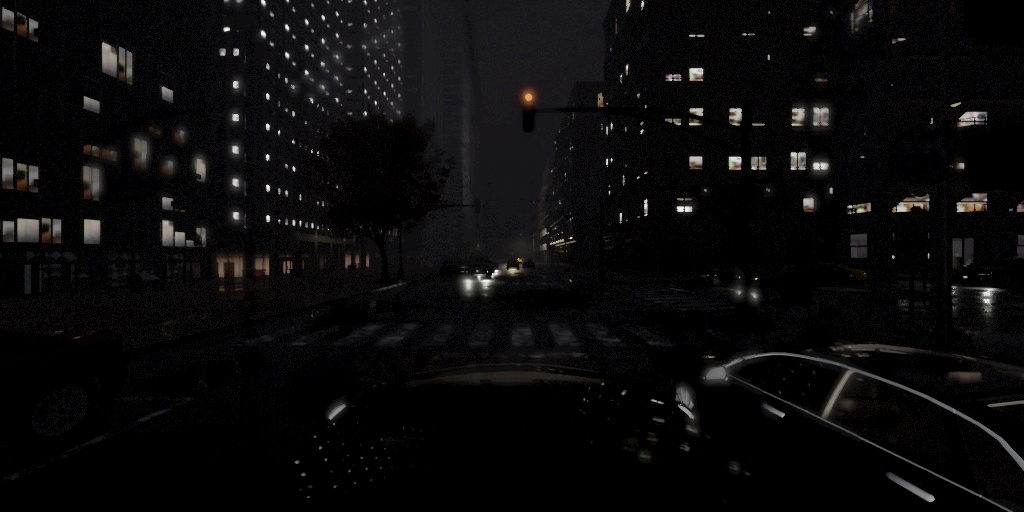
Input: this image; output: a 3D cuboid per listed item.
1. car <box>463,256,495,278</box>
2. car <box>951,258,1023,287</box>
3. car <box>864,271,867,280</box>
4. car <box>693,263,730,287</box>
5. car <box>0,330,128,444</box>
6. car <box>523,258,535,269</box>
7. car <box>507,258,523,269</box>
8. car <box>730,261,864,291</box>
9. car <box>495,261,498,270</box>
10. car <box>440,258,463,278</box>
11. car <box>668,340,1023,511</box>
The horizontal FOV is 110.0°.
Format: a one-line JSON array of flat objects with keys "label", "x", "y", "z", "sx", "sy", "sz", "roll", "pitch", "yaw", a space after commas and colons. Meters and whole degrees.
[{"label": "car", "x": -3.083, "y": 0.986, "z": 34.588, "sx": 2.150, "sy": 2.045, "sz": 5.566, "roll": 0, "pitch": 0, "yaw": 0}, {"label": "car", "x": 27.066, "y": 0.863, "z": 19.519, "sx": 4.892, "sy": 1.490, "sz": 1.837, "roll": -1, "pitch": 0, "yaw": -1}, {"label": "car", "x": 18.842, "y": 0.993, "z": 22.033, "sx": 4.829, "sy": 1.417, "sz": 1.751, "roll": 0, "pitch": 0, "yaw": -1}, {"label": "car", "x": 13.445, "y": 1.095, "z": 21.981, "sx": 4.403, "sy": 1.370, "sz": 2.007, "roll": 0, "pitch": 0, "yaw": -1}, {"label": "car", "x": -5.691, "y": 1.295, "z": 2.575, "sx": 1.888, "sy": 1.381, "sz": 4.507, "roll": 0, "pitch": 0, "yaw": 0}, {"label": "car", "x": 2.719, "y": 1.350, "z": 57.049, "sx": 1.948, "sy": 1.339, "sz": 4.313, "roll": 0, "pitch": 0, "yaw": 0}, {"label": "car", "x": 0.129, "y": 1.274, "z": 55.737, "sx": 2.128, "sy": 1.511, "sz": 4.902, "roll": 0, "pitch": 0, "yaw": 0}, {"label": "car", "x": 15.263, "y": 1.068, "z": 19.410, "sx": 5.357, "sy": 1.411, "sz": 2.033, "roll": -1, "pitch": 0, "yaw": -1}, {"label": "car", "x": -3.078, "y": 1.298, "z": 44.469, "sx": 1.812, "sy": 1.442, "sz": 4.674, "roll": 0, "pitch": 0, "yaw": 0}, {"label": "car", "x": -5.674, "y": 1.079, "z": 34.963, "sx": 2.192, "sy": 1.841, "sz": 5.009, "roll": 0, "pitch": 0, "yaw": 0}, {"label": "car", "x": 2.689, "y": 1.300, "z": 2.571, "sx": 2.007, "sy": 1.370, "sz": 4.403, "roll": 0, "pitch": 0, "yaw": 0}]
